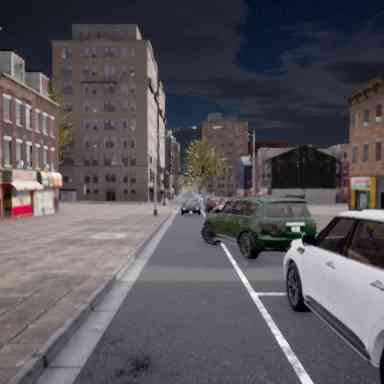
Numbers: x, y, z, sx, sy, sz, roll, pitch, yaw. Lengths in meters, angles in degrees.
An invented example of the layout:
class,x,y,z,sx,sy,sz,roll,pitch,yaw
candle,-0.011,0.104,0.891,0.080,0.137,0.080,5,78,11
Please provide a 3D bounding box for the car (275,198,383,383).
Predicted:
class,x,y,z,sx,sy,sz,roll,pitch,yaw
car,2.957,1.218,4.499,2.150,2.045,5.566,0,0,0

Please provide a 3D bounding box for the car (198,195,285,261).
class,x,y,z,sx,sy,sz,roll,pitch,yaw
car,2.277,1.202,12.568,2.150,2.045,5.566,0,0,-18

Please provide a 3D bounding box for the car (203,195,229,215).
class,x,y,z,sx,sy,sz,roll,pitch,yaw
car,2.414,1.308,34.724,2.192,1.841,5.009,-2,0,0

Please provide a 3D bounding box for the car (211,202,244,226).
class,x,y,z,sx,sy,sz,roll,pitch,yaw
car,2.482,1.523,24.144,1.887,1.381,4.507,-2,0,0

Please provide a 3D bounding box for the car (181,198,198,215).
class,x,y,z,sx,sy,sz,roll,pitch,yaw
car,-0.101,1.590,33.053,1.895,1.301,4.718,0,0,0

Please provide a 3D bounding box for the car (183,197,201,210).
class,x,y,z,sx,sy,sz,roll,pitch,yaw
car,-0.119,1.504,43.371,2.128,1.511,4.902,0,0,-3

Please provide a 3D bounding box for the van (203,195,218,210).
class,x,y,z,sx,sy,sz,roll,pitch,yaw
van,2.368,1.353,43.029,1.690,1.788,3.998,-2,0,0

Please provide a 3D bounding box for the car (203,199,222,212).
class,x,y,z,sx,sy,sz,roll,pitch,yaw
car,2.393,1.555,39.709,2.008,1.369,4.403,-2,0,0
